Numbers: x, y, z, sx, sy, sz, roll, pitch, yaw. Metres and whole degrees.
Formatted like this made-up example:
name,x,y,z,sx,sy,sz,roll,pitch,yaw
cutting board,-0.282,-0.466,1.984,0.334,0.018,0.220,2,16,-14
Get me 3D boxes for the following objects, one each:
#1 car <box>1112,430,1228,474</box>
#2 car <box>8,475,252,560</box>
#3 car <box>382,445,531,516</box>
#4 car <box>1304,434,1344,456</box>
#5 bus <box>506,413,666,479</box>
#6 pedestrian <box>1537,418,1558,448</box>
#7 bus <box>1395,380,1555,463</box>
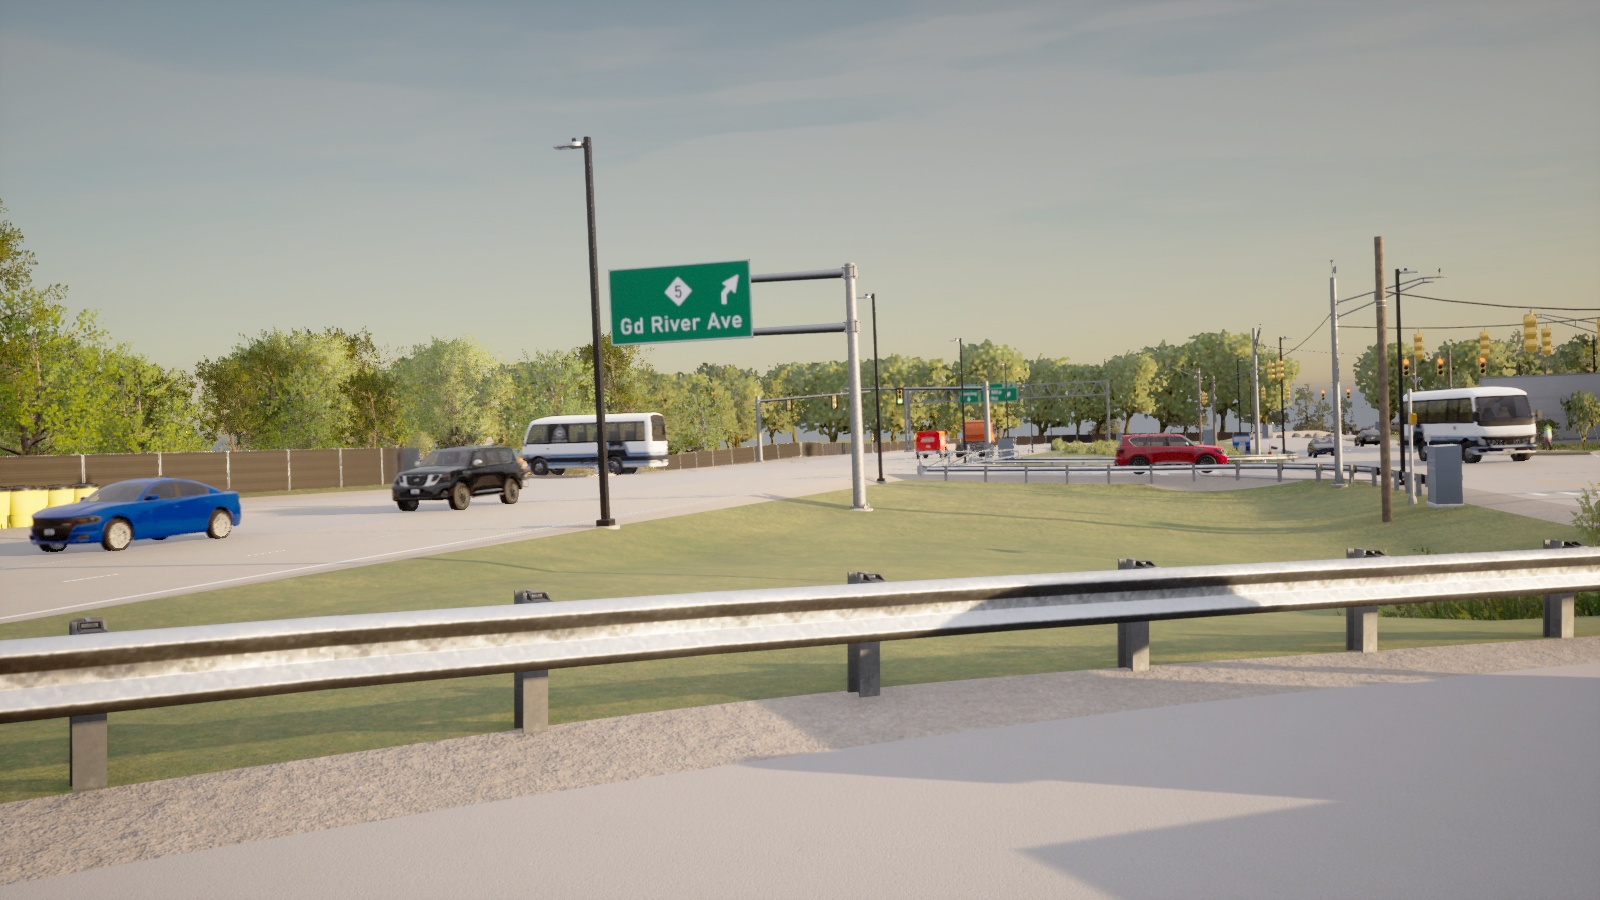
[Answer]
name,x,y,z,sx,sy,sz,roll,pitch,yaw
car,18.898,0.090,64.236,5.566,2.045,2.150,-2,0,17
car,-14.927,1.455,28.382,1.882,1.535,5.008,-2,0,15
car,-11.294,0.952,41.794,2.150,2.045,5.566,-2,0,15
car,37.887,-0.356,90.901,2.033,1.411,5.357,-2,1,16
bus,-15.073,-0.268,88.583,10.273,4.253,3.944,-2,0,15
pedestrian,48.369,-1.099,81.243,0.659,1.952,0.873,-3,2,-18
bus,38.549,-1.604,72.330,3.944,4.253,10.273,-3,1,3
